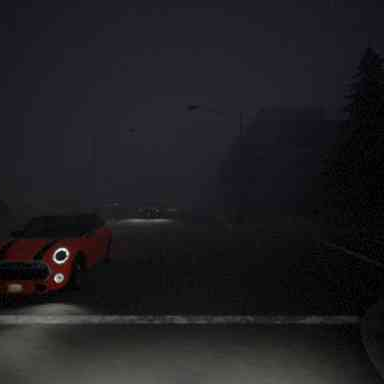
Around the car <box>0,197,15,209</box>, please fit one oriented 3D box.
[{"bbox_3d":[-17.352,1.381,27.807,3.633,1.501,1.845,0,0,0],"label":"car"}]

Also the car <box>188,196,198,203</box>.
[{"bbox_3d":[0.190,1.473,68.737,2.128,1.511,4.902,0,0,0],"label":"car"}]

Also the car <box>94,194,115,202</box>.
[{"bbox_3d":[-17.905,1.229,68.508,3.806,1.475,1.970,0,0,0],"label":"car"}]

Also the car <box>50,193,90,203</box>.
[{"bbox_3d":[-17.194,1.100,46.390,4.605,1.855,1.932,0,0,0],"label":"car"}]

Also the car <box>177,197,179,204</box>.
[{"bbox_3d":[-3.423,1.481,62.116,1.882,1.535,5.008,0,0,0],"label":"car"}]

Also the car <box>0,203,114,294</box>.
[{"bbox_3d":[-3.591,1.359,9.005,2.097,1.767,4.553,0,0,0],"label":"car"}]

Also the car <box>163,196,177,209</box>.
[{"bbox_3d":[-3.526,1.465,46.481,1.882,1.535,5.008,0,0,0],"label":"car"}]

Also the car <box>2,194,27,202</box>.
[{"bbox_3d":[-34.968,1.095,65.249,4.605,1.855,1.932,0,0,0],"label":"car"}]

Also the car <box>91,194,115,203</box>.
[{"bbox_3d":[-17.588,1.152,62.091,5.027,1.636,2.152,0,0,0],"label":"car"}]

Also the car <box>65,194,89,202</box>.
[{"bbox_3d":[-24.950,1.294,72.179,4.514,1.523,2.007,0,0,0],"label":"car"}]

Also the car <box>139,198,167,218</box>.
[{"bbox_3d":[-3.557,1.518,29.752,1.812,1.442,4.674,0,0,0],"label":"car"}]
